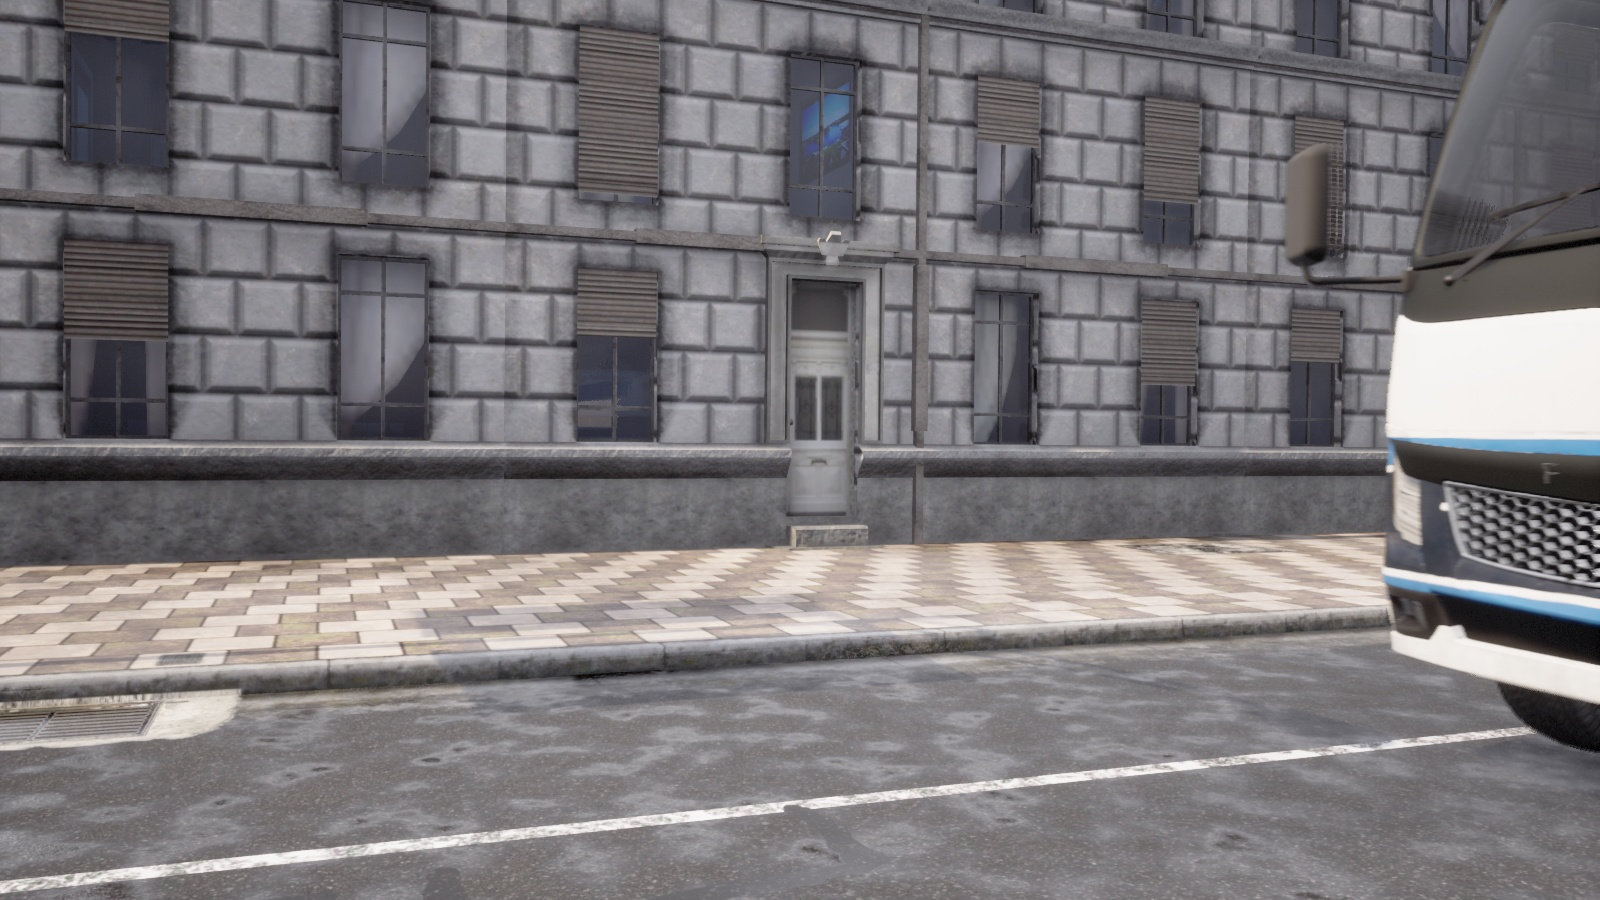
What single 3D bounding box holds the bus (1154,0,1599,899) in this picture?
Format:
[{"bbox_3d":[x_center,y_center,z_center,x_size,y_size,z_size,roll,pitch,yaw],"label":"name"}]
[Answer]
[{"bbox_3d":[7.203,-0.754,5.986,10.273,4.253,3.944,-1,1,-21],"label":"bus"}]
